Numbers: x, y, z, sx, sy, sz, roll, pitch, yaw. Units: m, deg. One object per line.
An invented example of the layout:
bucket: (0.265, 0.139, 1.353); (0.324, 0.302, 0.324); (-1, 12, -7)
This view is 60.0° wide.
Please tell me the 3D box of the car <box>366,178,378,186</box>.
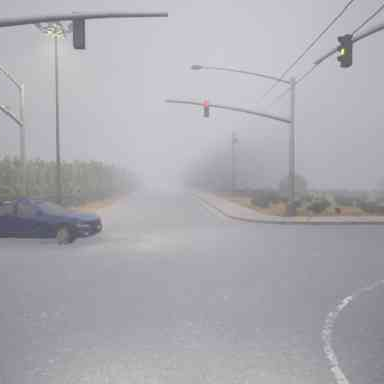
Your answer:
car: (42.113, -2.278, 77.576); (1.905, 1.878, 3.866); (10, 10, 41)

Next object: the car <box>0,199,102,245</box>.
car: (-5.972, 1.042, 12.691); (5.008, 1.535, 1.882); (0, 2, 6)
